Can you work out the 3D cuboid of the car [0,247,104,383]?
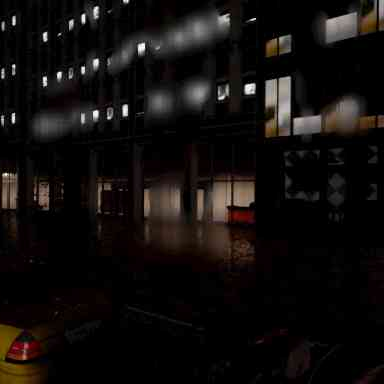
[{"bbox_3d":[-3.085,1.524,5.075,4.829,1.417,1.752,0,1,36],"label":"car"}]

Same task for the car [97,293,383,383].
[{"bbox_3d":[1.673,1.440,1.666,4.097,1.590,1.967,0,1,36],"label":"car"}]
